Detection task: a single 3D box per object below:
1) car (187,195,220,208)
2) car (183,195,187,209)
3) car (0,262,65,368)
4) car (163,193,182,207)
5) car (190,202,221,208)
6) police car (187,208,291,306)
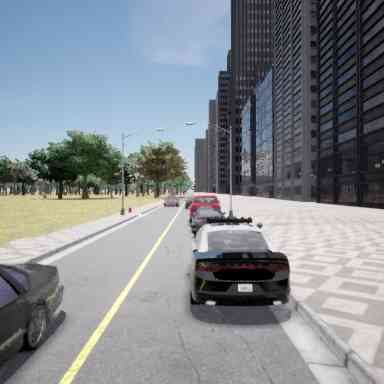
[{"bbox_3d":[0.912,1.213,24.157,2.150,2.045,5.566,0,0,0],"label":"car"},{"bbox_3d":[0.050,1.461,44.995,1.837,1.490,4.892,0,0,1],"label":"car"},{"bbox_3d":[-3.094,1.548,3.429,2.033,1.411,5.357,0,0,0],"label":"car"},{"bbox_3d":[-2.972,1.302,48.479,2.097,1.767,4.553,0,0,0],"label":"car"},{"bbox_3d":[0.911,1.521,18.127,1.812,1.442,4.674,0,0,0],"label":"car"},{"bbox_3d":[0.906,1.425,8.236,1.930,1.638,5.238,0,0,0],"label":"police car"}]
